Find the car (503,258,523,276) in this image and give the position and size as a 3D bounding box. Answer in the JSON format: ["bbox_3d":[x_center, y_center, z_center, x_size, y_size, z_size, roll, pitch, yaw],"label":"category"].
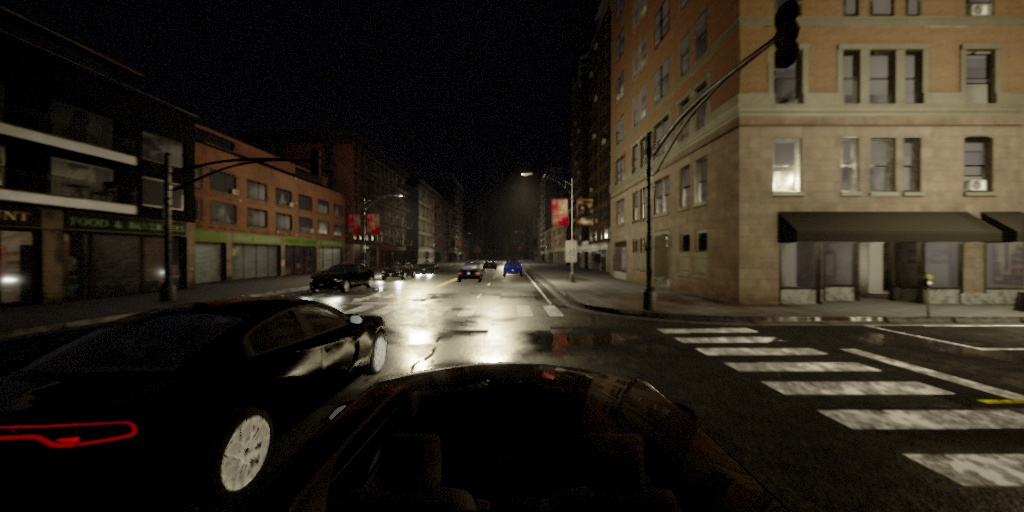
[{"bbox_3d":[0.080,1.236,37.618,1.882,1.535,5.008,0,0,0],"label":"car"}]

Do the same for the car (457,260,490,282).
[{"bbox_3d":[-3.165,1.302,28.641,2.033,1.411,5.357,0,0,0],"label":"car"}]

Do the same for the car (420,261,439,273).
[{"bbox_3d":[-9.853,1.322,42.128,1.994,1.385,4.181,0,0,0],"label":"car"}]

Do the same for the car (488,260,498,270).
[{"bbox_3d":[-3.256,1.330,53.704,1.994,1.385,4.181,0,0,1],"label":"car"}]

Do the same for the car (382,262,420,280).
[{"bbox_3d":[-9.853,1.260,31.534,1.837,1.490,4.892,0,0,0],"label":"car"}]

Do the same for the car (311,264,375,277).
[{"bbox_3d":[-9.851,1.230,21.187,1.882,1.535,5.008,0,0,2],"label":"car"}]

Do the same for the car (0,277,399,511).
[{"bbox_3d":[-3.152,1.228,4.440,1.882,1.535,5.008,0,0,0],"label":"car"}]
